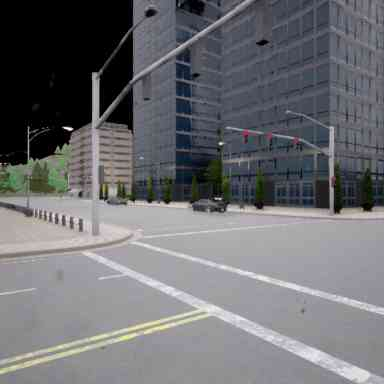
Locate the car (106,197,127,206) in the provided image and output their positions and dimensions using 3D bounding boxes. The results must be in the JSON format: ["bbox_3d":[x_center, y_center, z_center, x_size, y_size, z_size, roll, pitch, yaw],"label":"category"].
[{"bbox_3d":[-12.251,1.492,53.804,2.033,1.411,5.357,0,0,-35],"label":"car"}]

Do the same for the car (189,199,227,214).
[{"bbox_3d":[1.558,1.449,34.006,1.837,1.490,4.892,0,0,-35],"label":"car"}]
